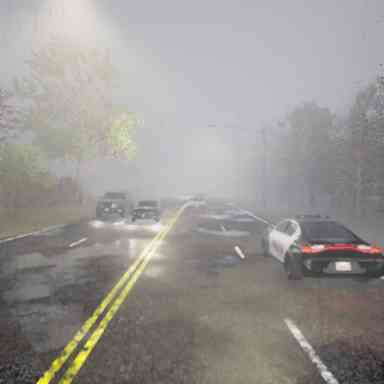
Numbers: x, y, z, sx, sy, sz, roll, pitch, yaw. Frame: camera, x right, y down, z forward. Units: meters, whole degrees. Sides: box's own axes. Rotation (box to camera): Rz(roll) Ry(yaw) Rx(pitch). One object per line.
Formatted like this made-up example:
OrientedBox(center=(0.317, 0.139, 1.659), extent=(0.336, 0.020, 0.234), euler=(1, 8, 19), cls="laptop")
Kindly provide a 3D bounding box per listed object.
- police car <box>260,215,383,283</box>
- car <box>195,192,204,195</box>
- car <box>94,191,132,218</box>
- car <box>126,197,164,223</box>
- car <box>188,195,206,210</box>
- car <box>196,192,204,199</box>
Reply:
OrientedBox(center=(3.313, 1.434, 9.645), extent=(2.038, 1.542, 4.974), euler=(0, 0, 0), cls="police car")
OrientedBox(center=(1.069, 1.053, 52.078), extent=(2.033, 1.411, 5.357), euler=(1, 0, 2), cls="car")
OrientedBox(center=(-6.230, 0.945, 27.435), extent=(2.150, 2.045, 5.566), euler=(0, 0, 2), cls="car")
OrientedBox(center=(-3.070, 1.285, 23.659), extent=(1.837, 1.490, 4.892), euler=(0, 0, 1), cls="car")
OrientedBox(center=(0.550, 1.257, 36.714), extent=(1.895, 1.301, 4.718), euler=(0, 0, 1), cls="car")
OrientedBox(center=(1.827, 0.791, 73.741), extent=(1.812, 1.442, 4.674), euler=(0, 1, 3), cls="car")
